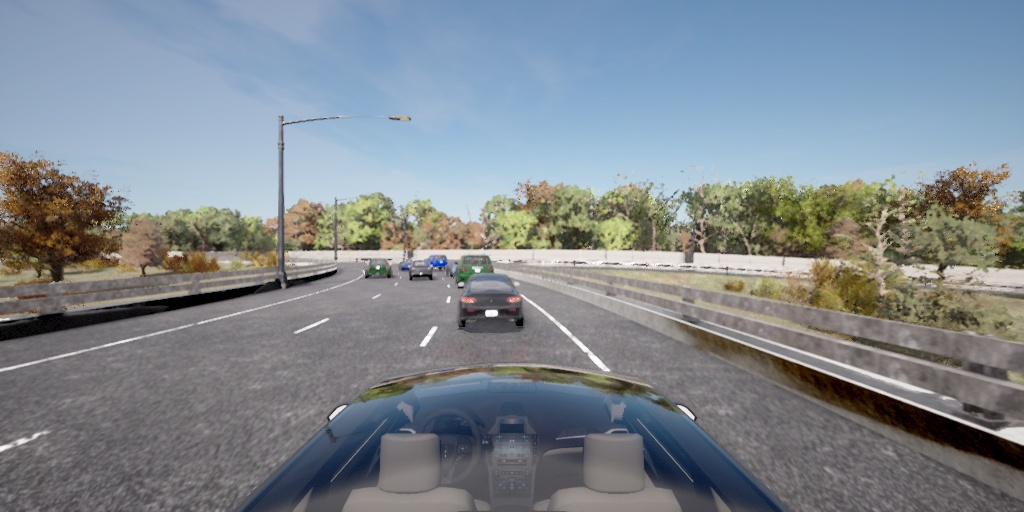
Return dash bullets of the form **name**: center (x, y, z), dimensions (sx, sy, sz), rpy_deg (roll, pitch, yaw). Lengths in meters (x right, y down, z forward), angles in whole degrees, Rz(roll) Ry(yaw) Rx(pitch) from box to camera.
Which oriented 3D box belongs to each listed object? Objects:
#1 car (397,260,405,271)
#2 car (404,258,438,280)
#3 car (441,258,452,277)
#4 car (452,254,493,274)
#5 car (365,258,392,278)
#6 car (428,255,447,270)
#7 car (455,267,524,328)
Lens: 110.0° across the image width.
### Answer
- **car**: center (-13.505, 1.214, 46.076), dimensions (1.994, 1.385, 4.181), rpy_deg (0, 0, -24)
- **car**: center (-7.719, 1.178, 30.344), dimensions (2.128, 1.511, 4.902), rpy_deg (0, 0, -15)
- **car**: center (-5.268, 1.222, 34.296), dimensions (2.033, 1.411, 5.357), rpy_deg (0, 0, -17)
- **car**: center (-2.473, 0.921, 23.030), dimensions (2.150, 2.045, 5.566), rpy_deg (0, 0, -11)
- **car**: center (-12.069, 1.034, 32.630), dimensions (2.097, 1.767, 4.553), rpy_deg (0, 0, -17)
- **car**: center (-9.920, 0.863, 46.764), dimensions (2.150, 2.045, 5.566), rpy_deg (0, -1, -26)
- **car**: center (-0.710, 1.253, 11.232), dimensions (1.812, 1.442, 4.674), rpy_deg (0, 0, -5)
